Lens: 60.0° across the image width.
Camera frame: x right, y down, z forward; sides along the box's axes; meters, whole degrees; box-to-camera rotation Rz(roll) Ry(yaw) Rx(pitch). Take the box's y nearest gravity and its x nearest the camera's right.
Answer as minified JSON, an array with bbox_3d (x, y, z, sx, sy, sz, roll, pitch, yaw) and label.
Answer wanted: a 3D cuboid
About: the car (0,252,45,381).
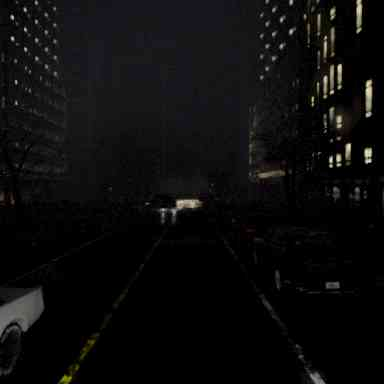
[{"bbox_3d":[-3.101,1.597,2.678,1.895,1.301,4.718,0,0,0],"label":"car"}]

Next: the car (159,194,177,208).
[{"bbox_3d":[-3.103,1.445,45.902,1.837,1.490,4.892,0,0,0],"label":"car"}]

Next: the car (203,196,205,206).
[{"bbox_3d":[2.659,1.470,42.435,1.752,1.417,4.829,-1,0,0],"label":"car"}]

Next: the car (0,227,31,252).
[{"bbox_3d":[-5.707,1.570,8.511,1.802,1.307,4.206,-1,0,0],"label":"car"}]

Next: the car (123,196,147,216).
[{"bbox_3d":[-5.719,1.399,31.011,1.967,1.590,4.097,-1,0,0],"label":"car"}]

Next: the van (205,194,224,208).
[{"bbox_3d":[2.657,1.293,36.640,1.690,1.788,3.998,-1,0,0],"label":"van"}]

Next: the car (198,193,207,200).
[{"bbox_3d":[2.637,1.197,87.269,2.192,1.841,5.009,-1,0,0],"label":"car"}]

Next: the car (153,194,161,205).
[{"bbox_3d":[-5.725,1.480,53.513,2.008,1.369,4.403,-1,0,0],"label":"car"}]

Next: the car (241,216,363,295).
[{"bbox_3d":[2.673,1.540,8.514,2.008,1.369,4.403,-1,0,0],"label":"car"}]

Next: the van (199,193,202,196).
[{"bbox_3d":[2.649,1.263,59.141,1.690,1.788,3.998,-1,0,0],"label":"van"}]

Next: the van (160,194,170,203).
[{"bbox_3d":[-5.736,1.247,70.389,1.690,1.788,3.998,-1,0,0],"label":"van"}]

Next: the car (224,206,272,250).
[{"bbox_3d":[2.670,1.526,14.139,1.887,1.381,4.507,-1,0,0],"label":"car"}]

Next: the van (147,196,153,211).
[{"bbox_3d":[-5.723,1.293,36.637,1.690,1.788,3.998,-1,0,0],"label":"van"}]

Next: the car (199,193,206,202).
[{"bbox_3d":[2.653,1.369,53.517,1.967,1.590,4.097,-1,0,0],"label":"car"}]

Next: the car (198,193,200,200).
[{"bbox_3d":[2.646,1.443,76.018,1.887,1.381,4.507,-1,0,0],"label":"car"}]

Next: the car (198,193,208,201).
[{"bbox_3d":[2.639,1.206,81.643,2.192,1.841,5.009,-1,0,0],"label":"car"}]

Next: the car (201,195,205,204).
[{"bbox_3d":[2.658,1.519,47.891,1.802,1.307,4.206,-1,0,0],"label":"car"}]

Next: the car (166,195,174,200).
[{"bbox_3d":[-5.739,1.407,87.096,1.752,1.417,4.829,-1,0,0],"label":"car"}]

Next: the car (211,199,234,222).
[{"bbox_3d":[2.666,1.492,25.559,1.752,1.417,4.829,-1,0,0],"label":"car"}]

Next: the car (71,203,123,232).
[{"bbox_3d":[-5.712,1.519,19.761,1.887,1.381,4.507,-1,0,0],"label":"car"}]

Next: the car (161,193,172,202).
[{"bbox_3d":[-5.739,1.213,76.014,2.192,1.841,5.009,-1,0,0],"label":"car"}]

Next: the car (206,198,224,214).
[{"bbox_3d":[2.664,1.525,31.015,1.947,1.339,4.313,-1,0,0],"label":"car"}]
